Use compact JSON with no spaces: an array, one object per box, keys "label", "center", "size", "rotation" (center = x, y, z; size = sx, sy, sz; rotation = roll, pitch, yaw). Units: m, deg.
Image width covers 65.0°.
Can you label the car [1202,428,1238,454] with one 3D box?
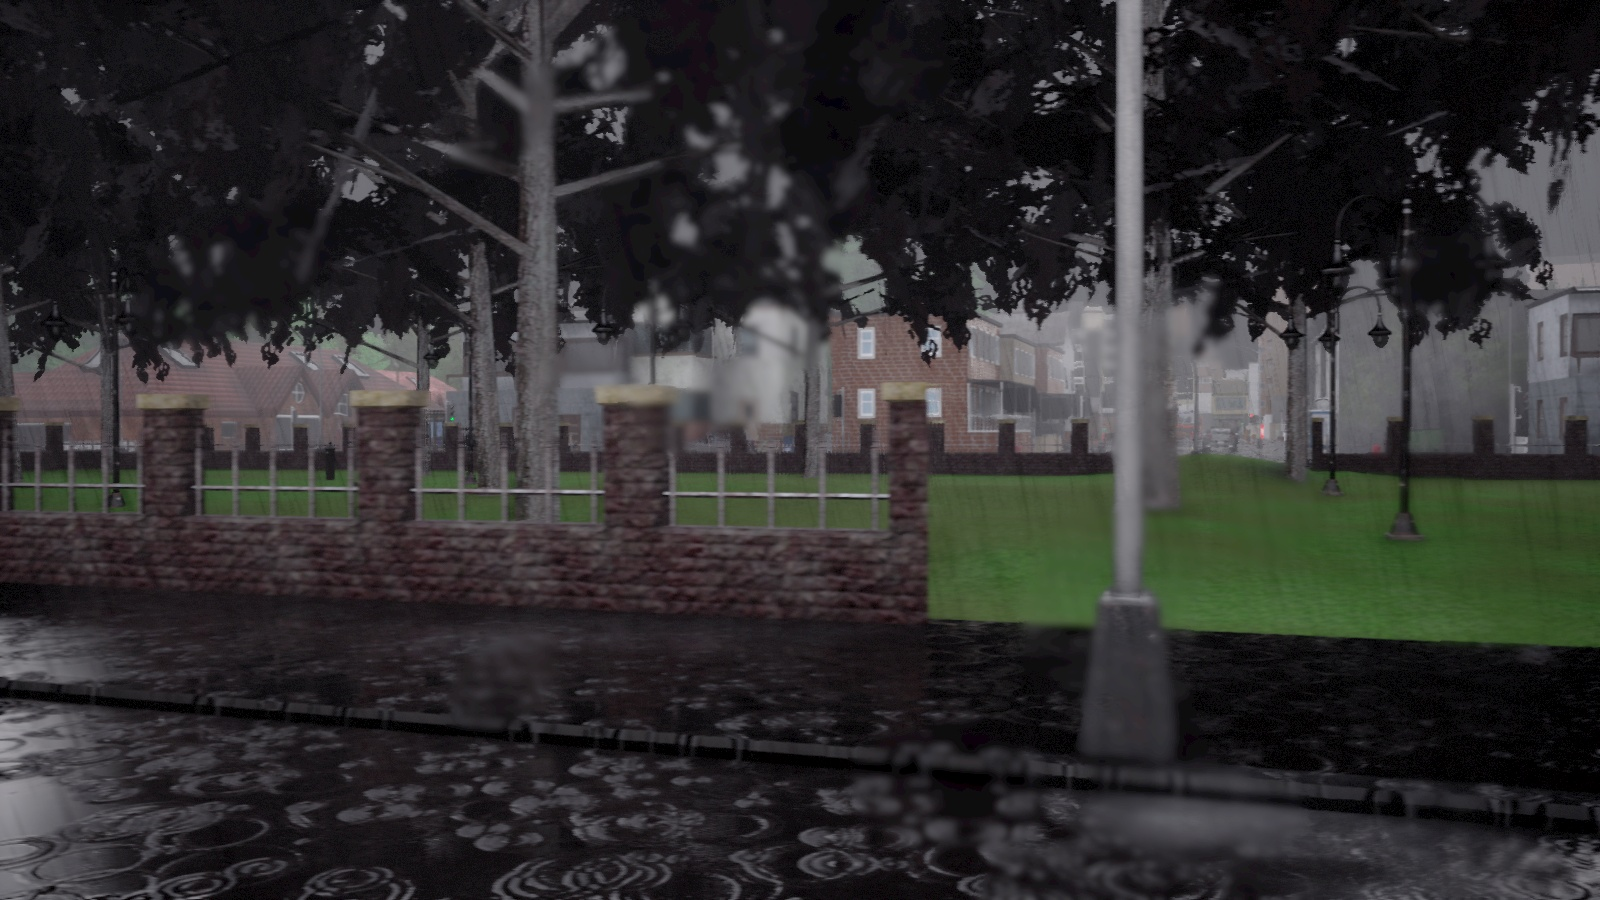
[{"label":"car","center":[27.453,-0.607,82.122],"size":[2.152,1.651,5.027],"rotation":[1,1,19]}]

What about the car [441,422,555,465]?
[{"label":"car","center":[-13.435,-0.303,55.978],"size":[4.605,1.855,1.932],"rotation":[1,1,17]}]

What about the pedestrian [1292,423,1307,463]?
[{"label":"pedestrian","center":[24.224,-0.348,60.919],"size":[0.423,1.949,0.788],"rotation":[1,1,39]}]

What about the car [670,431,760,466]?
[{"label":"car","center":[-3.859,-0.087,56.948],"size":[3.633,1.501,1.845],"rotation":[0,1,21]}]
